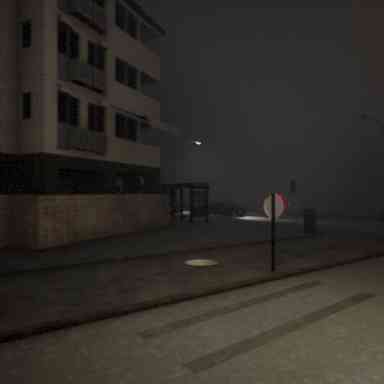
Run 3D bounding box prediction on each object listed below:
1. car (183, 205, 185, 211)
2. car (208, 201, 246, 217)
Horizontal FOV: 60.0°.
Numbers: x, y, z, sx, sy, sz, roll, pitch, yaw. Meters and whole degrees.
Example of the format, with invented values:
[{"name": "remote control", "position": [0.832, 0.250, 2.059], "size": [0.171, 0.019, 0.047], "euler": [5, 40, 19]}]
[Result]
[{"name": "car", "position": [-2.594, 1.577, 39.513], "size": [1.994, 1.385, 4.181], "euler": [0, 0, -36]}, {"name": "car", "position": [3.166, 1.576, 31.432], "size": [1.994, 1.385, 4.181], "euler": [0, 0, -35]}]
